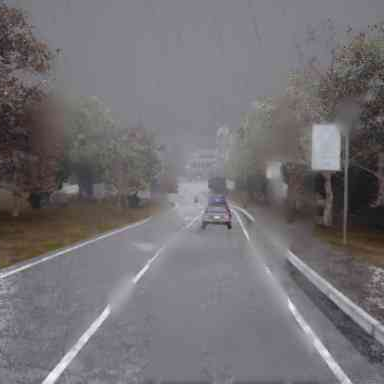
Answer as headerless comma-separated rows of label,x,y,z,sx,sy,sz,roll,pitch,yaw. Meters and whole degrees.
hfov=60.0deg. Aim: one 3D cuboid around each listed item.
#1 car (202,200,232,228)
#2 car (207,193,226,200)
car,1.652,1.516,21.821,2.033,1.411,5.357,1,0,6
car,3.156,1.132,42.844,2.150,2.045,5.566,0,0,1
